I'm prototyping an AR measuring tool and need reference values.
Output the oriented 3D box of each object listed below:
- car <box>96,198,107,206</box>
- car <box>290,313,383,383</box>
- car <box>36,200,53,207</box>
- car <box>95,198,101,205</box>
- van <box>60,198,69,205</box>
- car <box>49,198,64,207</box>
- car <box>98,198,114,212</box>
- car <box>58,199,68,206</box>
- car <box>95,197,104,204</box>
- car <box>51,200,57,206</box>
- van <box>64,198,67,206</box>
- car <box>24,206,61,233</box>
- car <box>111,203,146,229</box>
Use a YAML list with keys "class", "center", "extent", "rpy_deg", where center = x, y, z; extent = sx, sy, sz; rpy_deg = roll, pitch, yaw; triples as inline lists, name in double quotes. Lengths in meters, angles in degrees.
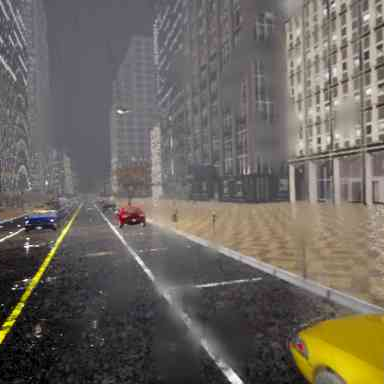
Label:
- class: "car"
  center: [-19.575, 2.130, 71.579]
  extent: [2.008, 1.369, 4.403]
  rpy_deg: [-3, 0, -17]
- class: "car"
  center: [2.402, 1.437, 1.774]
  extent: [1.752, 1.417, 4.829]
  rpy_deg: [-3, 0, -17]
- class: "car"
  center: [-19.035, 2.140, 41.971]
  extent: [1.752, 1.417, 4.829]
  rpy_deg: [-3, 0, -17]
- class: "car"
  center: [-16.186, 2.030, 60.815]
  extent: [2.008, 1.369, 4.403]
  rpy_deg: [-3, 0, -17]
- class: "van"
  center: [-32.648, 2.359, 85.178]
  extent: [1.690, 1.788, 3.998]
  rpy_deg: [-3, 0, -17]
- class: "car"
  center: [-24.178, 2.084, 58.274]
  extent: [2.192, 1.841, 5.009]
  rpy_deg: [-3, 0, -17]
- class: "car"
  center: [-11.102, 1.878, 44.669]
  extent: [2.008, 1.369, 4.403]
  rpy_deg: [-3, 0, -17]
- class: "car"
  center: [-30.944, 2.519, 79.798]
  extent: [2.008, 1.369, 4.403]
  rpy_deg: [-3, 0, -17]
- class: "car"
  center: [-22.970, 2.120, 82.342]
  extent: [1.967, 1.590, 4.097]
  rpy_deg: [-3, 0, -17]
- class: "car"
  center: [-20.777, 2.249, 47.514]
  extent: [1.802, 1.307, 4.206]
  rpy_deg: [-3, 0, -17]
- class: "van"
  center: [-27.565, 2.210, 69.035]
  extent: [1.690, 1.788, 3.998]
  rpy_deg: [-3, 0, -17]
- class: "car"
  center: [-10.170, 1.931, 22.803]
  extent: [1.895, 1.301, 4.718]
  rpy_deg: [-2, 0, -17]
- class: "car"
  center: [-4.325, 1.665, 23.141]
  extent: [1.887, 1.381, 4.507]
  rpy_deg: [-3, 0, -17]
